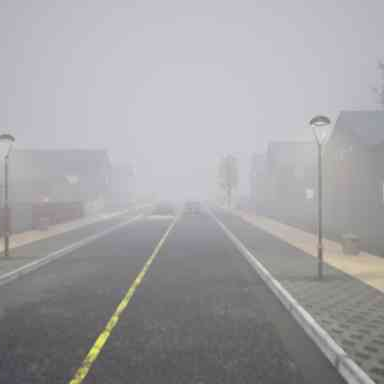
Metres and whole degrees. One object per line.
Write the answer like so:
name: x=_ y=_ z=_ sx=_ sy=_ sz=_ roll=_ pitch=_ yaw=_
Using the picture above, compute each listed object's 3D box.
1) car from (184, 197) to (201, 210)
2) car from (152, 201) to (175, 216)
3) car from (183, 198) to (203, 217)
car: x=0.064 y=1.520 z=45.522 sx=2.128 sy=1.511 sz=4.902 roll=0 pitch=0 yaw=0
car: x=-2.774 y=1.588 z=33.231 sx=1.994 sy=1.385 sz=4.181 roll=0 pitch=0 yaw=1
car: x=0.106 y=1.571 z=31.454 sx=2.033 sy=1.411 sz=5.357 roll=0 pitch=0 yaw=0
